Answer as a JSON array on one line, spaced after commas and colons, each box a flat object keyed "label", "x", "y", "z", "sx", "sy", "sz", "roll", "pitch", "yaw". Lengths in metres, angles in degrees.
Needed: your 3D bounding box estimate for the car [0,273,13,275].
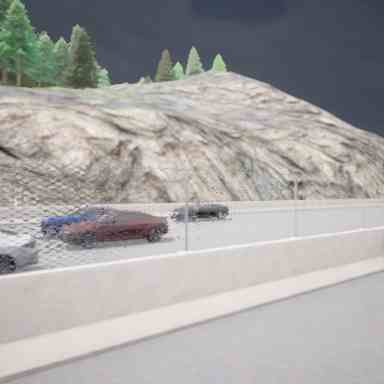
[{"label": "car", "x": -6.274, "y": 1.525, "z": 8.115, "sx": 4.674, "sy": 1.442, "sz": 1.812, "roll": 0, "pitch": 0, "yaw": -35}]
